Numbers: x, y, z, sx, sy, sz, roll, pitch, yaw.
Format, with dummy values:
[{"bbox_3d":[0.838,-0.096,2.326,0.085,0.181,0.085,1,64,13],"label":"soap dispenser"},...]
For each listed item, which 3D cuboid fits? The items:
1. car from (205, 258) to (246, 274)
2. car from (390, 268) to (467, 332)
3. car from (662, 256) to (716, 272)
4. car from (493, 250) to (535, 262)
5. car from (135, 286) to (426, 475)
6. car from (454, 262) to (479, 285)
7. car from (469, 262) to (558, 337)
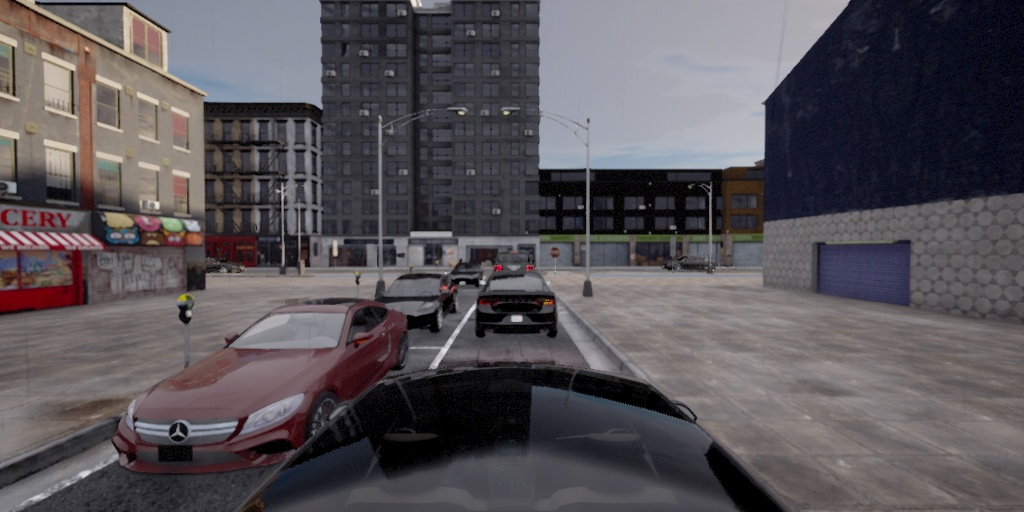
[{"bbox_3d":[-26.392,0.888,31.865,4.892,1.490,1.837,0,1,0],"label":"car"},{"bbox_3d":[-2.640,1.191,10.366,1.948,1.339,4.313,0,0,0],"label":"car"},{"bbox_3d":[17.122,0.730,34.801,4.892,1.490,1.837,0,1,0],"label":"car"},{"bbox_3d":[0.105,0.709,19.840,2.150,2.045,5.566,0,1,0],"label":"car"},{"bbox_3d":[-2.640,1.286,4.914,1.802,1.307,4.207,0,0,0],"label":"car"},{"bbox_3d":[-2.642,1.033,21.269,1.948,1.339,4.313,0,0,0],"label":"car"},{"bbox_3d":[0.095,1.109,9.880,1.882,1.535,5.008,0,1,0],"label":"car"}]
